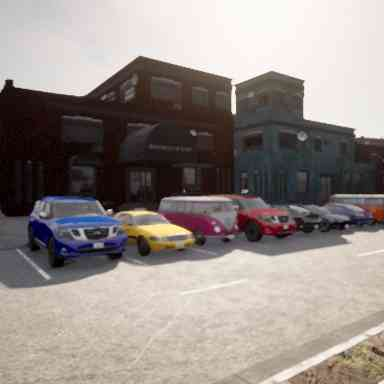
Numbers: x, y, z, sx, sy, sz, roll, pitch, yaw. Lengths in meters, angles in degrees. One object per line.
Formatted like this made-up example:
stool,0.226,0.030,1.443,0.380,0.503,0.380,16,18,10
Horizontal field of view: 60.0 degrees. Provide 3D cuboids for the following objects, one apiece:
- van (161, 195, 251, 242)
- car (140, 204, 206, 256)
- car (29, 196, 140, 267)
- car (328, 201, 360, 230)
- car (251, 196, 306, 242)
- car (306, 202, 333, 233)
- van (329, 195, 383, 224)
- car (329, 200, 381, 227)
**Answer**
van,0.274,1.209,15.040,1.878,1.987,4.442,0,0,-35
car,-1.951,1.438,13.373,1.946,1.575,5.366,0,0,-35
car,-4.306,1.197,11.890,2.435,2.045,5.566,0,0,-35
car,7.016,1.451,19.944,2.163,1.488,4.792,0,0,-35
car,2.485,1.177,16.722,2.435,2.045,5.566,0,0,-35
car,4.739,1.426,18.352,2.231,1.521,4.892,0,0,-35
van,11.460,1.193,23.286,1.878,1.987,4.442,0,0,-35
car,9.163,1.460,21.505,2.002,1.452,4.674,0,0,-35
